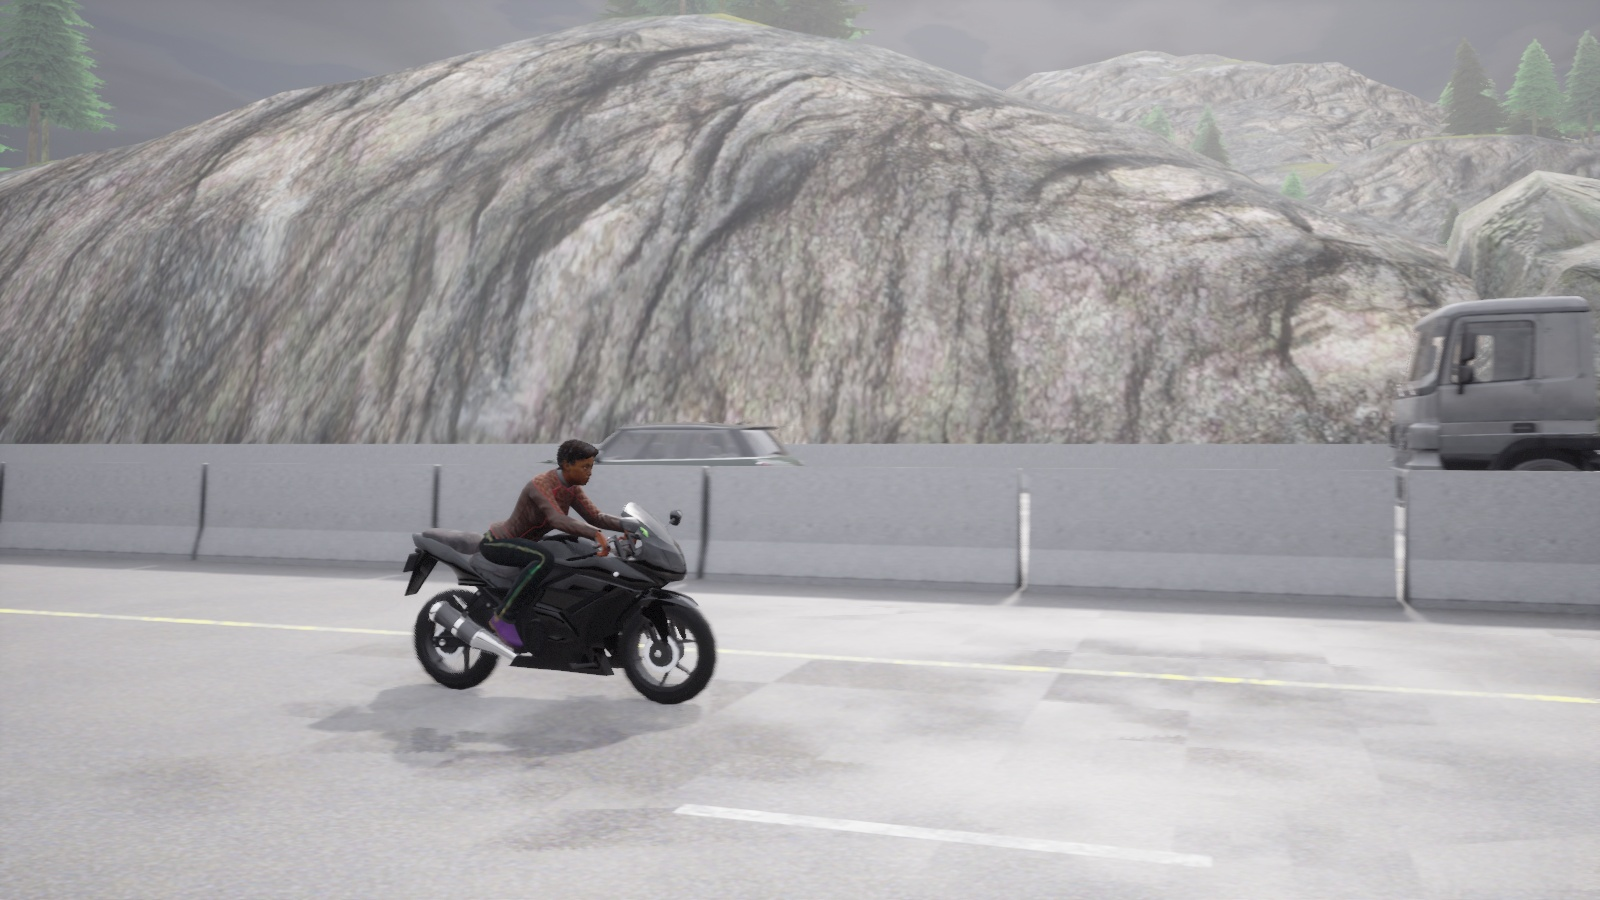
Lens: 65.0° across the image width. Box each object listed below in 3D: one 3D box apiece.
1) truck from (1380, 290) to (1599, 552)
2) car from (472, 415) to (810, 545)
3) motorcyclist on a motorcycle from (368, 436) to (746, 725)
[{"bbox_3d":[12.576,-0.387,17.410,7.936,3.462,2.891,1,1,19],"label":"truck"},{"bbox_3d":[-2.341,0.376,18.748,4.553,1.767,2.097,1,1,19],"label":"car"},{"bbox_3d":[-1.415,0.685,7.361,2.044,1.523,0.797,1,1,19],"label":"motorcyclist on a motorcycle"}]
